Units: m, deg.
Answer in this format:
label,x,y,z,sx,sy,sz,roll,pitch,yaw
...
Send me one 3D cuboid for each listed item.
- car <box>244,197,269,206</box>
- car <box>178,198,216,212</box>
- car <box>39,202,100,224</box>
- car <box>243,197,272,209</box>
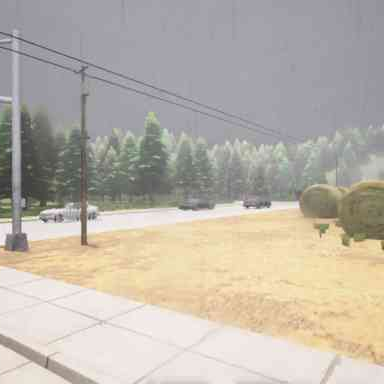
label,x,y,z,sx,sy,sz,roll,pitch,yaw
car,9.895,1.443,51.018,1.895,1.301,4.718,0,0,37
car,0.684,1.463,38.783,2.033,1.411,5.357,0,0,37
car,-9.244,1.529,25.427,1.812,1.442,4.674,0,0,37
car,8.495,1.412,43.100,2.033,1.411,5.357,0,0,37
